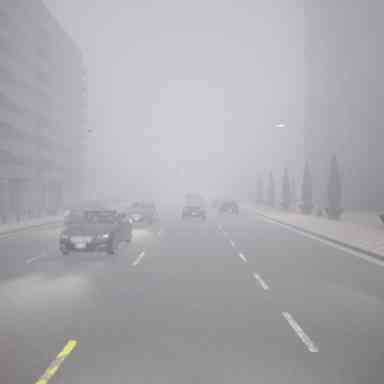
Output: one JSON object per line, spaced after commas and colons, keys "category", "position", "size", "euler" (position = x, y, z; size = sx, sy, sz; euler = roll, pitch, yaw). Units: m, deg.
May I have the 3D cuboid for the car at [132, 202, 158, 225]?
{"category": "car", "position": [-3.549, 1.454, 23.803], "size": [2.128, 1.511, 4.902], "euler": [0, 0, 0]}

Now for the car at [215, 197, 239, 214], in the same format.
{"category": "car", "position": [3.647, 1.452, 33.922], "size": [1.837, 1.490, 4.892], "euler": [0, 0, 1]}

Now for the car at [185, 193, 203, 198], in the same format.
{"category": "car", "position": [0.220, 1.153, 43.757], "size": [2.150, 2.045, 5.566], "euler": [0, 0, 0]}

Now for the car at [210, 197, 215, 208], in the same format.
{"category": "car", "position": [3.663, 1.432, 45.585], "size": [1.837, 1.490, 4.892], "euler": [0, 0, 1]}

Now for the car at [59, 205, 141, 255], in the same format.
{"category": "car", "position": [-3.605, 1.471, 13.235], "size": [2.128, 1.511, 4.902], "euler": [0, 0, 0]}

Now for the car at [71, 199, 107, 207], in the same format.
{"category": "car", "position": [-6.988, 1.316, 22.670], "size": [2.097, 1.767, 4.553], "euler": [0, 0, 1]}

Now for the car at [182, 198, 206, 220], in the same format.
{"category": "car", "position": [0.169, 1.482, 27.823], "size": [1.812, 1.442, 4.674], "euler": [0, 0, 0]}
